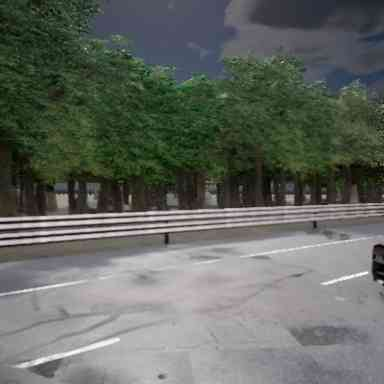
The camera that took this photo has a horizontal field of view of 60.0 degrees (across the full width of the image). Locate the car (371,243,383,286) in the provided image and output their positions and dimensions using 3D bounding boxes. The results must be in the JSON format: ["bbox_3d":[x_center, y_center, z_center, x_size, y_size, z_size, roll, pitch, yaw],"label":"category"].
[{"bbox_3d":[6.275,1.467,7.924,5.008,1.535,1.882,0,0,-35],"label":"car"}]
